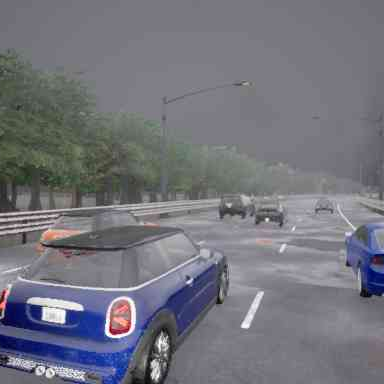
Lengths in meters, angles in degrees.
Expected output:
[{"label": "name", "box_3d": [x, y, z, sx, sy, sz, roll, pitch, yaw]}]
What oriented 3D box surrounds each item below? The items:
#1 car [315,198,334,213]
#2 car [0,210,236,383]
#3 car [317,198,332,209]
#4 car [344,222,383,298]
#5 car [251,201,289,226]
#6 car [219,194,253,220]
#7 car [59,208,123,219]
[{"label": "car", "box_3d": [14.696, 1.552, 36.939, 2.033, 1.411, 5.357, 0, 0, 22]}, {"label": "car", "box_3d": [-0.808, 1.352, 5.610, 2.097, 1.767, 4.553, 0, 0, 19]}, {"label": "car", "box_3d": [18.594, 1.537, 46.536, 1.812, 1.442, 4.674, 0, 0, 24]}, {"label": "car", "box_3d": [4.968, 1.478, 8.208, 1.882, 1.535, 5.008, 0, 0, 19]}, {"label": "car", "box_3d": [5.690, 1.504, 23.552, 1.837, 1.490, 4.892, 0, 0, 21]}, {"label": "car", "box_3d": [3.943, 1.220, 28.790, 2.150, 2.045, 5.566, 0, 0, 21]}, {"label": "car", "box_3d": [-2.689, 1.352, 10.841, 2.097, 1.767, 4.553, 0, 0, 19]}]
